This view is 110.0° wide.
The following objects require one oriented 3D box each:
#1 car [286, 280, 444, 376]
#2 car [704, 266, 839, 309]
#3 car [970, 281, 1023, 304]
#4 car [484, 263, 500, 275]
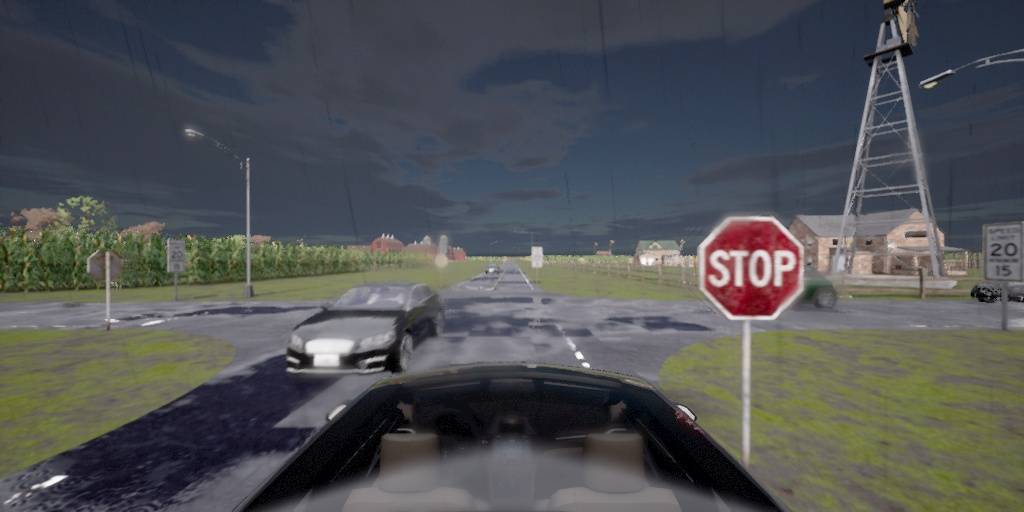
[{"bbox_3d":[-2.738,1.310,7.773,2.128,1.511,4.902,0,-1,0],"label":"car"},{"bbox_3d":[10.557,1.182,14.895,4.553,1.767,2.097,0,0,2],"label":"car"},{"bbox_3d":[21.851,1.291,14.555,4.892,1.490,1.837,0,0,2],"label":"car"},{"bbox_3d":[-2.665,1.737,48.945,2.128,1.511,4.902,0,0,0],"label":"car"}]
